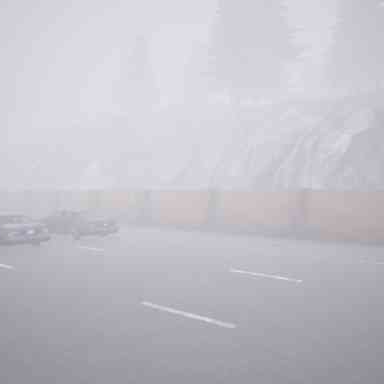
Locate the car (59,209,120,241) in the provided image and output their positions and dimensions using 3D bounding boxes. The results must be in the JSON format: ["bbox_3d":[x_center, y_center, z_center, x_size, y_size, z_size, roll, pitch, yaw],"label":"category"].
[{"bbox_3d":[-6.018,1.560,16.824,5.357,1.411,2.033,0,0,36],"label":"car"}]

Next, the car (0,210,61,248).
[{"bbox_3d":[-8.092,1.560,14.005,5.357,1.411,2.033,0,0,36],"label":"car"}]
